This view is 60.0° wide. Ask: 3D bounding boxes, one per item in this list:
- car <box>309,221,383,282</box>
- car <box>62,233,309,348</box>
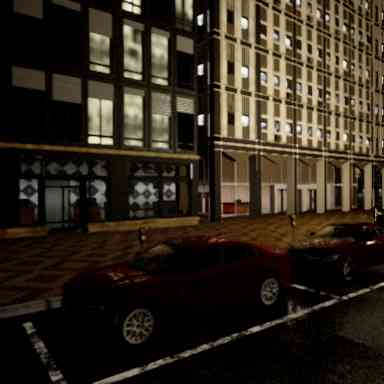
[{"bbox_3d":[4.452,1.517,9.489,4.206,1.307,1.802,-1,0,-36],"label":"car"},{"bbox_3d":[-0.053,1.521,6.246,4.507,1.381,1.887,-1,0,-36],"label":"car"}]
